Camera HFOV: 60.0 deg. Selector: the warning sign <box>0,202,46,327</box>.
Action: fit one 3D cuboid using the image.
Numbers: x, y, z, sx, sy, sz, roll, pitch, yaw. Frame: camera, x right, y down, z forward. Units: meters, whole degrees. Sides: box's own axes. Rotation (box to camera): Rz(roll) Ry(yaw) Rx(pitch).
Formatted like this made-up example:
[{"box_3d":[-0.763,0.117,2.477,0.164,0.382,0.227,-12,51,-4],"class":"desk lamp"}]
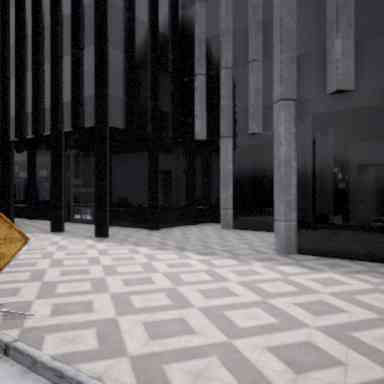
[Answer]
[{"box_3d":[-3.293,1.120,5.423,1.060,1.860,1.300,0,0,36],"class":"warning sign"}]
